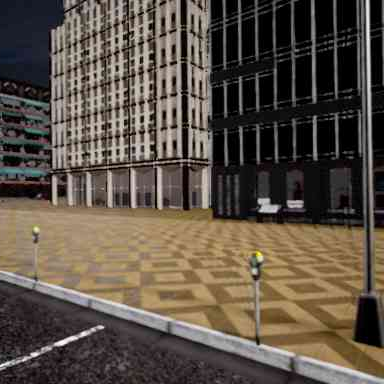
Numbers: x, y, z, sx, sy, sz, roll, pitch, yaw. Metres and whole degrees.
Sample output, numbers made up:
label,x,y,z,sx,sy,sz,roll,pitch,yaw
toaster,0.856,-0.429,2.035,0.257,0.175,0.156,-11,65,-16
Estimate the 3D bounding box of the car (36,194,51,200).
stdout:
label,x,y,z,sx,sy,sz,roll,pitch,yaw
car,-31.968,1.037,73.144,1.967,1.590,4.097,-1,0,36
